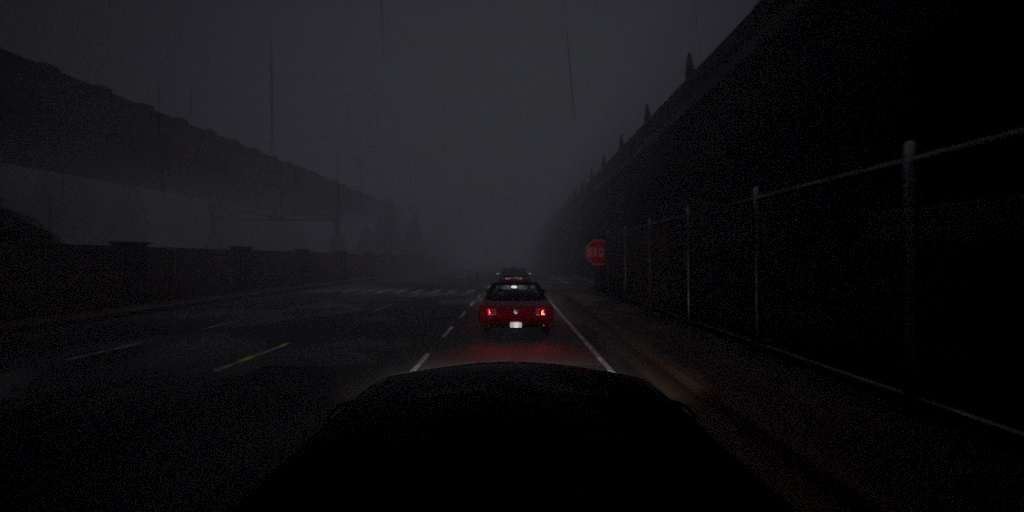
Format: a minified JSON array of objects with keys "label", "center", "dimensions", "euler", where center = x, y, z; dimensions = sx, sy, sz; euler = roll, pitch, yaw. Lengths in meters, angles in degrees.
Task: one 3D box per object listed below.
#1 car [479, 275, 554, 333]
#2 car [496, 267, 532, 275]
[{"label":"car","center":[0.102,1.424,11.045],"dimensions":[1.895,1.301,4.718],"euler":[0,0,0]},{"label":"car","center":[0.124,1.411,21.684],"dimensions":[1.837,1.490,4.892],"euler":[0,0,0]}]
